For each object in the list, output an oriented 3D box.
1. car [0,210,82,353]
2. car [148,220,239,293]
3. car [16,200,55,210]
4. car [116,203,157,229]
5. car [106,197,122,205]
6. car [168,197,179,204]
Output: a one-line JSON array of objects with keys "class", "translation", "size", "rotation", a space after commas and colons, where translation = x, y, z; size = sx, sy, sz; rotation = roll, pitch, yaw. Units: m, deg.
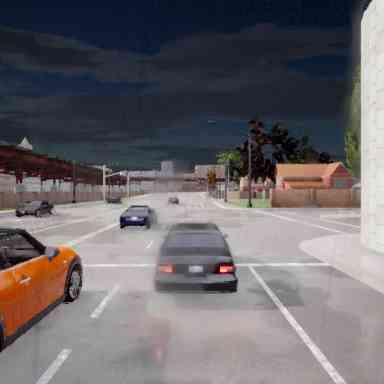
[{"class": "car", "translation": [-3.411, 1.351, 5.356], "size": [2.097, 1.767, 4.553], "rotation": [0, 0, 0]}, {"class": "car", "translation": [0.074, 1.547, 8.962], "size": [2.033, 1.411, 5.357], "rotation": [0, 0, 0]}, {"class": "car", "translation": [-14.160, 1.504, 30.212], "size": [1.837, 1.490, 4.892], "rotation": [0, 0, 0]}, {"class": "car", "translation": [-3.444, 1.564, 21.887], "size": [1.994, 1.385, 4.181], "rotation": [0, 0, 0]}, {"class": "car", "translation": [-14.182, 1.547, 60.926], "size": [2.033, 1.411, 5.357], "rotation": [0, 0, 0]}, {"class": "car", "translation": [-3.526, 1.564, 63.930], "size": [1.994, 1.385, 4.181], "rotation": [0, 0, 0]}]
